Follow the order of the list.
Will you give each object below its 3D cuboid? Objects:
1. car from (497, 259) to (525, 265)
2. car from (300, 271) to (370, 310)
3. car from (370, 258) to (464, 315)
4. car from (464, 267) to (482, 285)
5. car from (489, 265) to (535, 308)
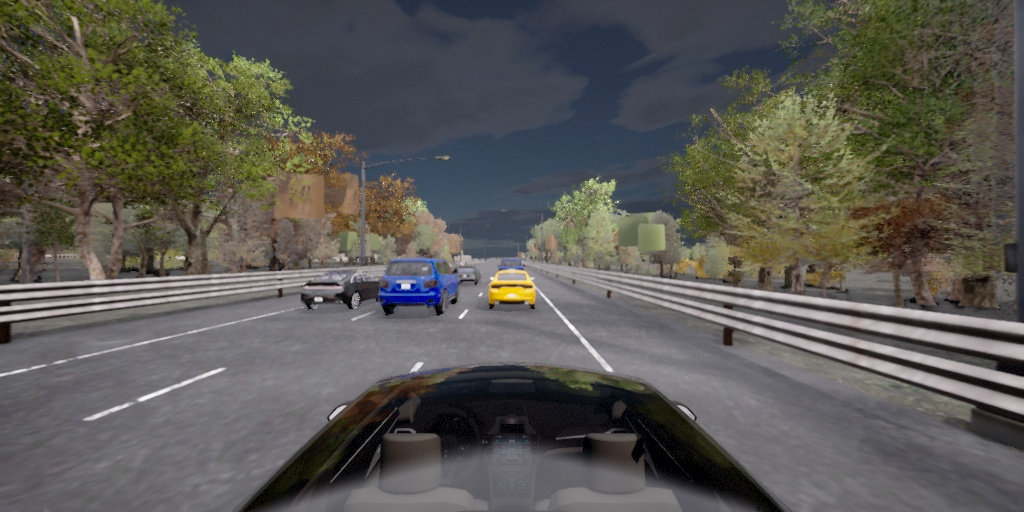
[{"bbox_3d":[-0.062,1.263,29.531,2.150,2.045,5.566,0,0,0],"label":"car"},{"bbox_3d":[-6.995,1.386,15.415,2.128,1.511,4.902,0,0,0],"label":"car"},{"bbox_3d":[-3.503,1.109,14.526,2.150,2.045,5.566,0,0,0],"label":"car"},{"bbox_3d":[-3.562,1.585,29.469,2.033,1.411,5.357,0,-1,0],"label":"car"},{"bbox_3d":[0.011,1.378,16.179,1.882,1.535,5.008,0,0,0],"label":"car"}]
